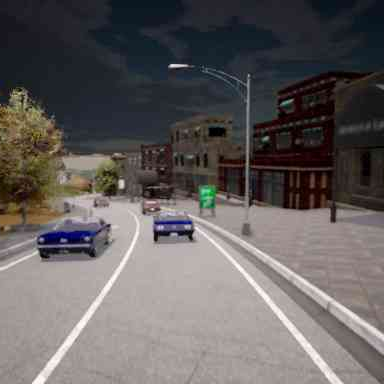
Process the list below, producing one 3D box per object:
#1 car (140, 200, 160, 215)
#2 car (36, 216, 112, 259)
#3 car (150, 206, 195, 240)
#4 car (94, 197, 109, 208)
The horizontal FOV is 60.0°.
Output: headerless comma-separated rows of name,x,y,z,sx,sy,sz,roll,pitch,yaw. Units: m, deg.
car,-4.389,1.529,34.615,1.812,1.442,4.674,-1,0,-14
car,-4.336,1.629,12.896,1.895,1.301,4.718,-1,0,-6
car,-1.061,1.587,16.875,1.895,1.301,4.718,-1,0,-7
car,-14.958,1.604,54.764,2.097,1.767,4.553,-2,0,-22
